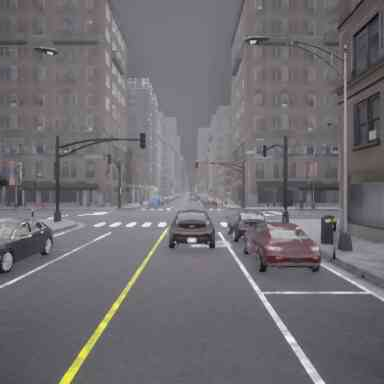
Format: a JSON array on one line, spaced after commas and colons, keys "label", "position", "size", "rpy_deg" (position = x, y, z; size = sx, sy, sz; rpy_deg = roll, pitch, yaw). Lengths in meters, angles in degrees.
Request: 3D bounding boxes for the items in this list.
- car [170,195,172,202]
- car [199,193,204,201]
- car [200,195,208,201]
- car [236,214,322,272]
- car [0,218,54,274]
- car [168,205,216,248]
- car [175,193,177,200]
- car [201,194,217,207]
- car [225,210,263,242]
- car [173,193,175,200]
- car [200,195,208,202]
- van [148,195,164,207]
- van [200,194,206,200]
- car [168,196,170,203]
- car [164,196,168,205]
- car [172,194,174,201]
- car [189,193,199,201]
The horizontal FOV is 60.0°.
[{"label": "car", "position": [-5.640, 1.595, 67.732], "size": [1.802, 1.307, 4.206], "rpy_deg": [0, 0, 0]}, {"label": "car", "position": [2.860, 1.452, 62.029], "size": [1.967, 1.590, 4.097], "rpy_deg": [0, 0, 0]}, {"label": "car", "position": [2.961, 1.564, 84.706], "size": [2.008, 1.369, 4.403], "rpy_deg": [0, 0, 0]}, {"label": "car", "position": [2.668, 1.582, 10.447], "size": [1.802, 1.307, 4.206], "rpy_deg": [0, 0, 0]}, {"label": "car", "position": [-5.858, 1.550, 10.442], "size": [2.008, 1.369, 4.403], "rpy_deg": [0, 0, 0]}, {"label": "car", "position": [0.000, 1.518, 14.650], "size": [1.837, 1.490, 4.892], "rpy_deg": [0, 0, 0]}, {"label": "car", "position": [-5.565, 1.579, 84.736], "size": [1.947, 1.339, 4.313], "rpy_deg": [0, 0, 0]}, {"label": "car", "position": [2.810, 1.449, 50.691], "size": [1.967, 1.590, 4.097], "rpy_deg": [0, 0, 0]}, {"label": "car", "position": [2.667, 1.551, 16.041], "size": [2.008, 1.369, 4.403], "rpy_deg": [0, 0, 0]}, {"label": "car", "position": [-5.591, 1.539, 78.898], "size": [1.752, 1.417, 4.829], "rpy_deg": [0, 0, 0]}, {"label": "car", "position": [2.936, 1.539, 79.207], "size": [1.752, 1.417, 4.829], "rpy_deg": [0, 0, 0]}, {"label": "van", "position": [-5.716, 1.350, 50.727], "size": [1.690, 1.788, 3.998], "rpy_deg": [0, 0, 0]}, {"label": "van", "position": [2.986, 1.354, 90.376], "size": [1.690, 1.788, 3.998], "rpy_deg": [0, 0, 0]}, {"label": "car", "position": [-5.665, 1.577, 62.063], "size": [1.947, 1.339, 4.313], "rpy_deg": [0, 0, 0]}, {"label": "car", "position": [-5.690, 1.450, 56.395], "size": [1.967, 1.590, 4.097], "rpy_deg": [0, 0, 0]}, {"label": "car", "position": [-5.615, 1.579, 73.400], "size": [1.947, 1.339, 4.313], "rpy_deg": [0, 0, 0]}, {"label": "car", "position": [0.261, 1.451, 77.348], "size": [1.994, 1.385, 4.181], "rpy_deg": [0, 0, 0]}]
